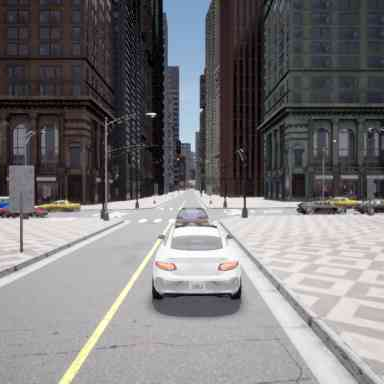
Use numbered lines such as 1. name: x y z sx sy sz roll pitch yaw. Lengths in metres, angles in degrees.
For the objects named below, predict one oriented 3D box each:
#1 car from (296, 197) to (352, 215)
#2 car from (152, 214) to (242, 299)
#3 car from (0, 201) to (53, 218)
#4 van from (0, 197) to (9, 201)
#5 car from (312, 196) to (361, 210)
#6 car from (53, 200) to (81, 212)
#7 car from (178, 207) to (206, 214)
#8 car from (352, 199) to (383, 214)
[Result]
1. car: 11.670 1.418 30.103 4.313 1.339 1.947 -1 1 0
2. car: 0.096 1.521 8.288 1.812 1.442 4.674 0 0 0
3. car: -15.298 1.727 30.145 4.206 1.307 1.802 -1 1 0
4. van: -20.977 1.456 38.673 3.998 1.788 1.690 -1 1 0
5. car: 16.716 1.232 38.619 4.829 1.417 1.752 -1 1 0
6. car: -15.465 1.584 38.669 4.829 1.417 1.752 -1 1 0
7. car: 0.021 1.533 17.878 2.033 1.411 5.357 0 0 1
8. car: 17.049 1.341 30.094 4.403 1.369 2.008 -1 1 0
